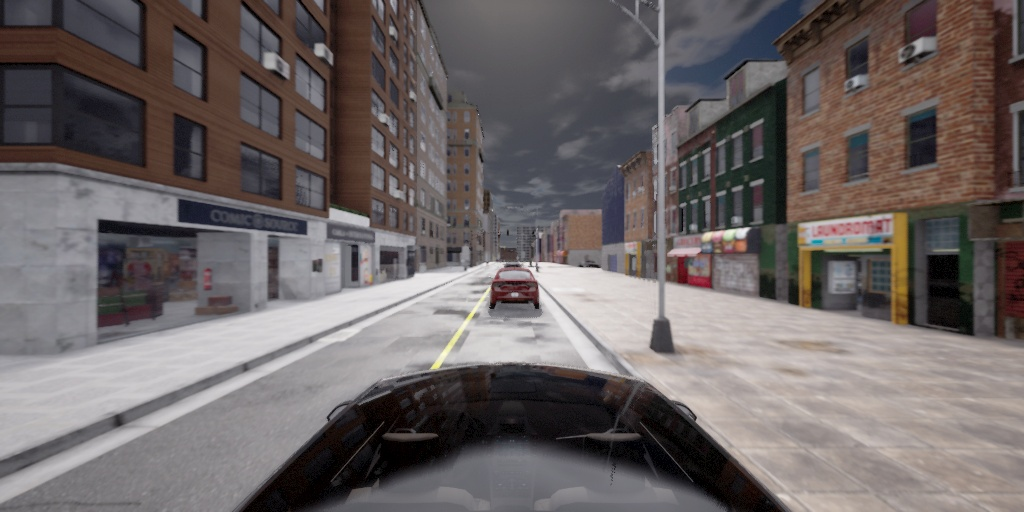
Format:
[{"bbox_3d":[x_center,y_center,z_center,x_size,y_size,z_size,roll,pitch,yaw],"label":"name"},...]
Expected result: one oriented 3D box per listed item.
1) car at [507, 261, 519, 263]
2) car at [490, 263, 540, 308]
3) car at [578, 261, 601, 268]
[{"bbox_3d":[0.105,1.248,38.629,1.837,1.490,4.892,0,0,0],"label":"car"},{"bbox_3d":[0.103,1.226,15.200,1.882,1.535,5.008,0,0,0],"label":"car"},{"bbox_3d":[13.224,1.434,60.042,4.313,1.339,1.948,0,0,0],"label":"car"}]
